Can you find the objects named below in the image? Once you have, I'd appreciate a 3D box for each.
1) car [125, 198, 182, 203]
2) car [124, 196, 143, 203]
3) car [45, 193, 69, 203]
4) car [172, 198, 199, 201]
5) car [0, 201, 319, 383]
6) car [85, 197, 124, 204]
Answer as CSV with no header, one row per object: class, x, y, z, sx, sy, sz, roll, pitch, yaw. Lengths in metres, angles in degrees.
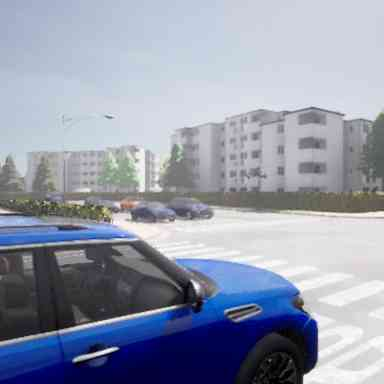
car,-3.012,1.449,25.047,1.812,1.442,4.674,0,0,-36
car,-5.871,1.253,35.052,2.097,1.767,4.553,0,0,-36
car,-19.738,1.147,48.272,2.150,2.045,5.566,0,0,-37
car,-0.223,1.253,27.166,2.097,1.767,4.553,0,0,-36
car,-1.281,1.218,2.859,5.566,2.045,2.150,0,0,-35
car,-8.841,1.488,33.193,1.994,1.385,4.181,0,0,-36
